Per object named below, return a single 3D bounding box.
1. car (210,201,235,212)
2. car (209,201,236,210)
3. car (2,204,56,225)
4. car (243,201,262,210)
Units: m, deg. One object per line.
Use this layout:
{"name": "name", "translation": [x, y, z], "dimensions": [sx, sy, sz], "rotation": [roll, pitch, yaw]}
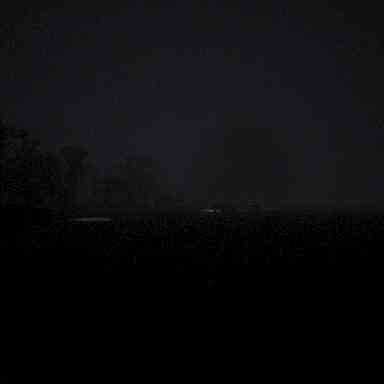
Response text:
{"name": "car", "translation": [4.856, 2.252, 50.982], "dimensions": [1.812, 1.442, 4.674], "rotation": [1, 0, 36]}
{"name": "car", "translation": [5.199, 2.294, 56.255], "dimensions": [2.033, 1.411, 5.357], "rotation": [1, 0, 36]}
{"name": "car", "translation": [-13.121, 1.680, 26.074], "dimensions": [2.128, 1.511, 4.902], "rotation": [1, 0, 36]}
{"name": "car", "translation": [10.838, 2.387, 59.383], "dimensions": [2.128, 1.511, 4.902], "rotation": [1, 0, 36]}
